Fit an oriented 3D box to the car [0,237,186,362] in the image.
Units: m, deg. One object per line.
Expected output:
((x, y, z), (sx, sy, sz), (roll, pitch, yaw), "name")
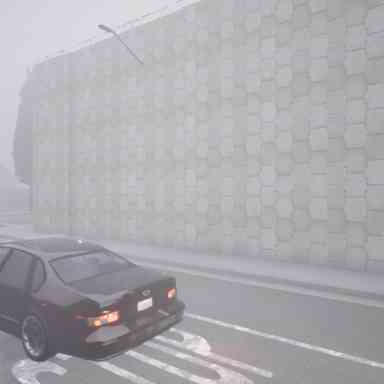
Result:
((-2.676, 1.547, 5.890), (5.357, 1.411, 2.033), (0, 0, 35), "car")
